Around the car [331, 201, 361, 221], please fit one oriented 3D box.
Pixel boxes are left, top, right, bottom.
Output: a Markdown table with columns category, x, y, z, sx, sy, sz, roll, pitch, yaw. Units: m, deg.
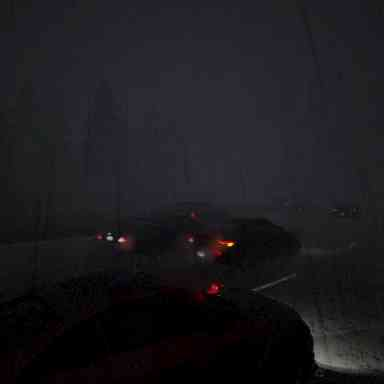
| category | x | y | z | sx | sy | sz | roll | pitch | yaw |
| --- | --- | --- | --- | --- | --- | --- | --- | --- | --- |
| car | 12.338 | 1.475 | 26.583 | 1.812 | 1.442 | 4.674 | 0 | 0 | 31 |

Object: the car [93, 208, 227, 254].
| category | x | y | z | sx | sy | sz | roll | pitch | yaw |
| --- | --- | --- | --- | --- | --- | --- | --- | --- | --- |
| car | -0.979 | 1.538 | 12.550 | 2.033 | 1.411 | 5.357 | 0 | 0 | 42 |

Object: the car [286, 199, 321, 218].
| category | x | y | z | sx | sy | sz | roll | pitch | yaw |
| --- | --- | --- | --- | --- | --- | --- | --- | --- | --- |
| car | 10.200 | 1.515 | 29.852 | 1.994 | 1.385 | 4.181 | 0 | 0 | 31 |

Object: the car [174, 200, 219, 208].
| category | x | y | z | sx | sy | sz | roll | pitch | yaw |
| --- | --- | --- | --- | --- | --- | --- | --- | --- | --- |
| car | 0.530 | 1.334 | 20.704 | 2.097 | 1.767 | 4.553 | 0 | 0 | 34 |

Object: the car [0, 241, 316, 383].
| category | x | y | z | sx | sy | sz | roll | pitch | yaw |
| --- | --- | --- | --- | --- | --- | --- | --- | --- | --- |
| car | -0.584 | 1.563 | 3.489 | 4.181 | 1.385 | 1.994 | 0 | 0 | -37 |

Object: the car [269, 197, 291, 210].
| category | x | y | z | sx | sy | sz | roll | pitch | yaw |
| --- | --- | --- | --- | --- | --- | --- | --- | --- | --- |
| car | 10.072 | 1.298 | 36.508 | 2.097 | 1.767 | 4.553 | 0 | 0 | 31 |

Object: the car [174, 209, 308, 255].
| category | x | y | z | sx | sy | sz | roll | pitch | yaw |
| --- | --- | --- | --- | --- | --- | --- | --- | --- | --- |
| car | 1.809 | 1.512 | 10.785 | 1.812 | 1.442 | 4.674 | 0 | 0 | 43 |
